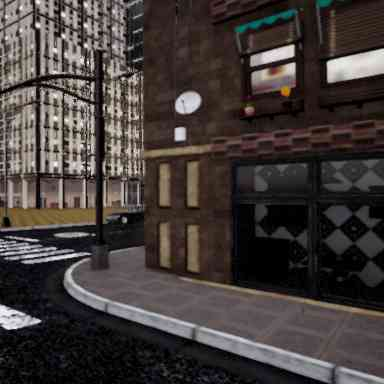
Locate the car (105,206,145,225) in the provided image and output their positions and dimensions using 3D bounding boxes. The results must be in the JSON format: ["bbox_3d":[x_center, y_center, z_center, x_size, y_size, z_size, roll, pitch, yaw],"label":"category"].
[{"bbox_3d":[-5.054,1.844,27.014,2.008,1.369,4.403,-1,-2,35],"label":"car"}]
